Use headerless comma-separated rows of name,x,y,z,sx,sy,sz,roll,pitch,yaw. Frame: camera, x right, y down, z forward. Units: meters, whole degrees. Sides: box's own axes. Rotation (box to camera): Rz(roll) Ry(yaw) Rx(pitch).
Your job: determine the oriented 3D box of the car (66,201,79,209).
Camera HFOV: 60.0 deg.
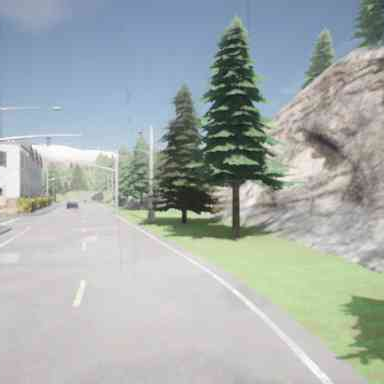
car,-20.033,2.139,55.777,1.895,1.301,4.718,0,-1,-18
